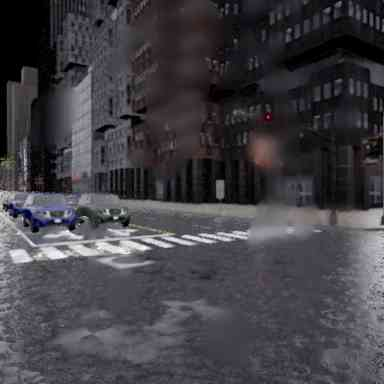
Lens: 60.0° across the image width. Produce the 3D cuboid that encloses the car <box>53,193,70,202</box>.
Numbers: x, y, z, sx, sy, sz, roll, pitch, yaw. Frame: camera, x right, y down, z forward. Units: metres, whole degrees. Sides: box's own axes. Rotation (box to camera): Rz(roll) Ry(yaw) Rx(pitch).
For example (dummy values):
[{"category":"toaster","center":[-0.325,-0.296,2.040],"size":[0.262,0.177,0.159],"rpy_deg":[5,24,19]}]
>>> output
[{"category":"car","center":[-24.804,1.018,63.018],"size":[2.128,1.511,4.902],"rpy_deg":[0,1,-33]}]

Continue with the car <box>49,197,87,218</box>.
[{"category":"car","center":[-11.063,1.306,29.492],"size":[2.128,1.511,4.902],"rpy_deg":[0,0,-33]}]

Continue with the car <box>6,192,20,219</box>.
[{"category":"car","center":[-14.008,1.038,28.057],"size":[2.150,2.045,5.566],"rpy_deg":[0,0,-33]}]

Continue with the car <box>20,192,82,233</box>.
[{"category":"car","center":[-8.373,1.110,19.358],"size":[2.150,2.045,5.566],"rpy_deg":[0,0,-33]}]

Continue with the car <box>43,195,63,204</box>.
[{"category":"car","center":[-22.263,1.160,53.147],"size":[2.033,1.411,5.357],"rpy_deg":[0,1,-33]}]

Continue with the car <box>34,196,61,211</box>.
[{"category":"car","center":[-16.669,1.231,38.164],"size":[2.128,1.511,4.902],"rpy_deg":[0,0,-33]}]

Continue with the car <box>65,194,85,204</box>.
[{"category":"car","center":[-19.098,1.092,54.212],"size":[1.882,1.535,5.008],"rpy_deg":[0,1,-33]}]

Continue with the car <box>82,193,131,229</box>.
[{"category":"car","center":[-5.778,1.103,21.349],"size":[2.150,2.045,5.566],"rpy_deg":[0,0,-31]}]

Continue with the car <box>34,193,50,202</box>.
[{"category":"car","center":[-28.011,1.001,61.990],"size":[1.882,1.535,5.008],"rpy_deg":[0,1,-33]}]

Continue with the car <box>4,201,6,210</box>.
[{"category":"car","center":[-19.357,1.346,36.331],"size":[1.895,1.301,4.718],"rpy_deg":[0,0,-33]}]
